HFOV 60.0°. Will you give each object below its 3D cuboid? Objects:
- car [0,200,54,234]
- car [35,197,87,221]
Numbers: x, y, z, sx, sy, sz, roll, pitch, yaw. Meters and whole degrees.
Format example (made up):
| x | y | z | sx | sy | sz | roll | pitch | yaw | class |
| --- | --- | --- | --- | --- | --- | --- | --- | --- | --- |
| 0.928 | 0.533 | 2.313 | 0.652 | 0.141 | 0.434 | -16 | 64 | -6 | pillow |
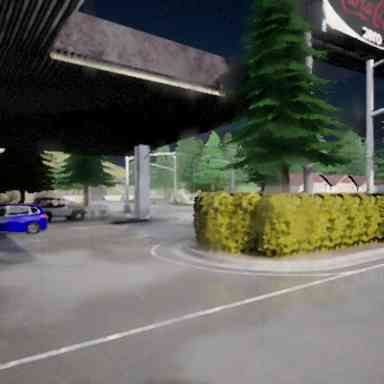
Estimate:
| x | y | z | sx | sy | sz | roll | pitch | yaw | class |
| --- | --- | --- | --- | --- | --- | --- | --- | --- | --- |
| -10.227 | 1.478 | 17.735 | 4.611 | 1.667 | 2.242 | 0 | 0 | -36 | car |
| -10.027 | 1.306 | 24.864 | 3.866 | 1.878 | 1.905 | 0 | 0 | -36 | car |
